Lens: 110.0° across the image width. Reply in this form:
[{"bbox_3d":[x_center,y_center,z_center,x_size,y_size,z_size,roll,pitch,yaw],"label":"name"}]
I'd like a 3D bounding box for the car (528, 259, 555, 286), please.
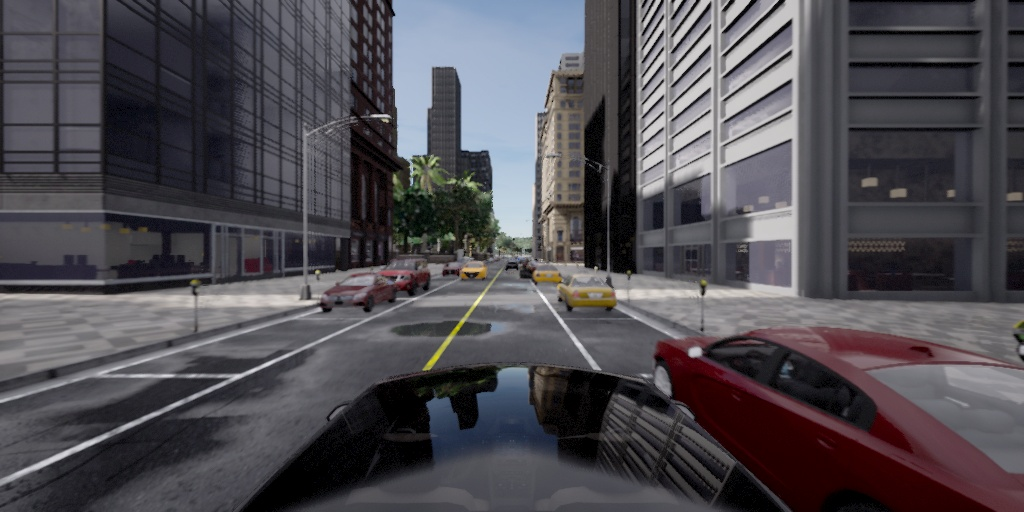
[{"bbox_3d":[2.346,1.197,25.329,1.801,1.575,5.366,0,0,0],"label":"car"}]

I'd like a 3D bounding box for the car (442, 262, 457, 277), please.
[{"bbox_3d":[-5.769,1.286,35.725,1.888,1.381,4.507,0,0,0],"label":"car"}]

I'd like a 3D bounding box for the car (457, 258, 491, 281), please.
[{"bbox_3d":[-3.100,1.218,30.059,1.882,1.535,5.008,0,0,0],"label":"car"}]

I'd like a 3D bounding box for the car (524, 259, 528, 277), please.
[{"bbox_3d":[2.755,1.292,41.139,2.007,1.370,4.403,0,0,0],"label":"car"}]

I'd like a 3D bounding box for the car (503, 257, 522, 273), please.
[{"bbox_3d":[0.048,1.247,50.888,1.837,1.490,4.892,0,0,0],"label":"car"}]

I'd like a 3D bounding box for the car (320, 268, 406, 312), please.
[{"bbox_3d":[-5.766,1.326,14.022,1.802,1.307,4.207,0,0,0],"label":"car"}]

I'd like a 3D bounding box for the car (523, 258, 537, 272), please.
[{"bbox_3d":[2.754,1.267,46.735,1.751,1.417,4.829,0,0,0],"label":"car"}]

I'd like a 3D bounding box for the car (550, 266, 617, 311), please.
[{"bbox_3d":[2.760,1.269,14.185,1.751,1.417,4.829,0,0,0],"label":"car"}]

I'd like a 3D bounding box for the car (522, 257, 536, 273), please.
[{"bbox_3d":[2.753,1.056,51.990,2.192,1.841,5.009,0,0,0],"label":"car"}]

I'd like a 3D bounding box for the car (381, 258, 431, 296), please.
[{"bbox_3d":[-5.766,1.057,19.448,2.192,1.841,5.009,0,0,0],"label":"car"}]

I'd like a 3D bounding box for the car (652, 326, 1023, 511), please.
[{"bbox_3d":[2.762,1.294,3.165,1.888,1.381,4.507,0,0,0],"label":"car"}]
